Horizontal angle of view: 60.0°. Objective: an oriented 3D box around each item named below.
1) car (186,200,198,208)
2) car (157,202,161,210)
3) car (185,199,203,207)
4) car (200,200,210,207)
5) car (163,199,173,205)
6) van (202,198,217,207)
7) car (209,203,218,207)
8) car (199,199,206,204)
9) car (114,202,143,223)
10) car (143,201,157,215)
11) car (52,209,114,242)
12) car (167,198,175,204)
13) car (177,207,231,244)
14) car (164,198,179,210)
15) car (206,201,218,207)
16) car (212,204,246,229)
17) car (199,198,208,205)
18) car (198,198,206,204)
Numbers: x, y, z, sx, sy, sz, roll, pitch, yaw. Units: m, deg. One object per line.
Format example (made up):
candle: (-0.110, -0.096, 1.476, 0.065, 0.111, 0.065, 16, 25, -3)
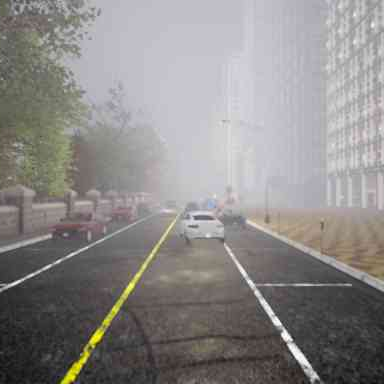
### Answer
car: (0.059, 2.119, 59.445, 2.033, 1.411, 5.357, 0, -1, 0)
car: (-5.725, 2.009, 50.901, 1.752, 1.417, 4.829, 0, -1, 0)
car: (0.071, 1.902, 40.193, 1.812, 1.442, 4.674, 0, -1, 0)
car: (2.643, 2.241, 67.971, 1.802, 1.307, 4.206, 0, -1, 0)
car: (-5.745, 2.342, 79.230, 1.947, 1.339, 4.313, 0, -1, 0)
van: (2.659, 1.769, 45.447, 1.690, 1.788, 3.998, 0, -1, 0)
car: (2.671, 1.846, 28.548, 1.802, 1.307, 4.206, 0, -1, 0)
car: (2.630, 2.419, 84.867, 1.802, 1.307, 4.206, 0, -1, 0)
car: (-5.709, 1.809, 28.542, 1.887, 1.381, 4.507, 0, -1, 0)
car: (-5.717, 1.918, 39.806, 1.887, 1.381, 4.507, 0, -1, 0)
car: (-5.702, 1.704, 17.278, 1.887, 1.381, 4.507, 0, -1, 0)
car: (-5.754, 2.341, 90.494, 1.967, 1.590, 4.097, 0, -1, 0)
car: (0.457, 1.680, 16.733, 1.812, 1.442, 4.674, 0, -1, -6)
car: (-3.081, 2.000, 51.969, 1.837, 1.490, 4.892, 0, -1, 1)
car: (2.667, 1.900, 34.180, 1.802, 1.307, 4.206, 0, -1, 0)
car: (2.675, 1.762, 22.916, 2.008, 1.369, 4.403, 0, -1, 0)
car: (2.635, 2.216, 79.237, 1.967, 1.590, 4.097, 0, -1, 0)
car: (2.626, 2.451, 90.499, 2.008, 1.369, 4.403, 0, -1, 0)
